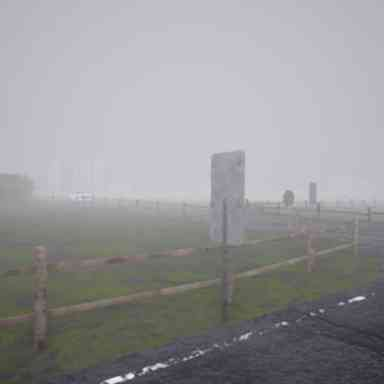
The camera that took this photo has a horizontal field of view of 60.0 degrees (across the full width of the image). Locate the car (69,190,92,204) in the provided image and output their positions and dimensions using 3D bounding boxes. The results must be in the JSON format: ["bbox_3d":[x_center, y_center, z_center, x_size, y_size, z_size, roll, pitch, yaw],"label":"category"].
[{"bbox_3d":[-17.143,0.712,51.179,2.150,2.045,5.566,1,0,-37],"label":"car"}]
